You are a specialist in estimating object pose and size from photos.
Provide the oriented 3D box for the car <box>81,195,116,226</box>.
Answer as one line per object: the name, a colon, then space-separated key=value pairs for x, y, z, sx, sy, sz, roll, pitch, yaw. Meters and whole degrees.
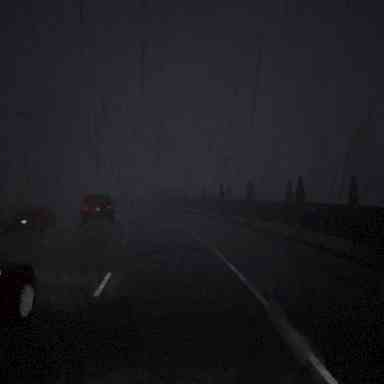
car: x=-6.667 y=1.202 z=23.781 sx=2.150 sy=2.045 sz=5.566 roll=0 pitch=0 yaw=-14

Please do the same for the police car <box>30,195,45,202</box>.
police car: x=-37.978 y=1.549 z=81.505 sx=5.238 sy=1.638 sz=1.930 roll=0 pitch=0 yaw=39

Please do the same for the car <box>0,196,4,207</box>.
car: x=-30.577 y=1.341 z=51.132 sx=2.150 sy=2.045 sz=5.566 roll=0 pitch=0 yaw=-34

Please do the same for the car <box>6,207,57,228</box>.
car: x=-9.290 y=1.559 z=19.556 sx=1.994 sy=1.385 sz=4.181 roll=0 pitch=0 yaw=-12

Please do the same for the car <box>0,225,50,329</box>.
car: x=-3.704 y=1.475 z=4.079 sx=1.882 sy=1.535 sz=5.008 roll=0 pitch=0 yaw=-2
